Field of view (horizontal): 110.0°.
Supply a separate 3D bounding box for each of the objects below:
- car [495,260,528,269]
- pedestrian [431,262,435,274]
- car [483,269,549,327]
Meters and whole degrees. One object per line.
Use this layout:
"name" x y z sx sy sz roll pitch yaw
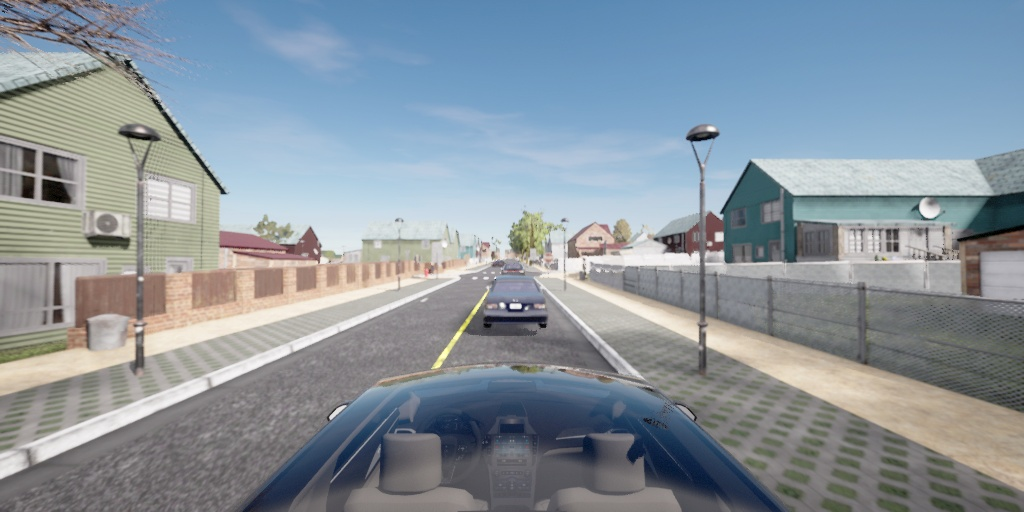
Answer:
"car" 0.147 1.294 27.379 2.128 1.511 4.902 0 0 2
"pedestrian" -9.682 1.292 43.758 0.375 1.860 0.375 0 0 0
"car" 0.100 1.320 11.550 2.033 1.411 5.357 0 0 0
